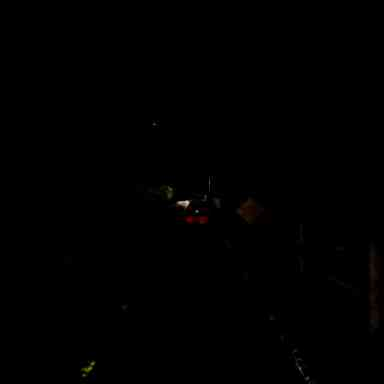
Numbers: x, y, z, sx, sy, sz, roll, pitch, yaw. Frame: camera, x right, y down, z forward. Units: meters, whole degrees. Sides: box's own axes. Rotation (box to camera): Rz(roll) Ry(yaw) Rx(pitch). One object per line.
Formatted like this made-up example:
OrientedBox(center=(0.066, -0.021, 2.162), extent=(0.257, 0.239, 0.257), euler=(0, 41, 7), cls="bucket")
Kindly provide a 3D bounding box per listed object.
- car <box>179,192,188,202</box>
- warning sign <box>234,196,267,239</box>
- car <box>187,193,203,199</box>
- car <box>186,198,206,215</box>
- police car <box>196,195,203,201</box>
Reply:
OrientedBox(center=(-1.739, 1.091, 74.558), extent=(2.150, 2.045, 5.566), euler=(0, 0, 1), cls="car")
OrientedBox(center=(2.642, 1.115, 15.116), extent=(1.300, 1.860, 1.060), euler=(0, 0, 1), cls="warning sign")
OrientedBox(center=(0.702, 1.373, 48.155), extent=(2.097, 1.767, 4.553), euler=(0, 0, 1), cls="car")
OrientedBox(center=(0.518, 1.604, 34.290), extent=(1.895, 1.301, 4.718), euler=(0, 0, 1), cls="car")
OrientedBox(center=(2.050, 1.581, 90.238), extent=(1.930, 1.638, 5.238), euler=(0, 0, 1), cls="police car")
